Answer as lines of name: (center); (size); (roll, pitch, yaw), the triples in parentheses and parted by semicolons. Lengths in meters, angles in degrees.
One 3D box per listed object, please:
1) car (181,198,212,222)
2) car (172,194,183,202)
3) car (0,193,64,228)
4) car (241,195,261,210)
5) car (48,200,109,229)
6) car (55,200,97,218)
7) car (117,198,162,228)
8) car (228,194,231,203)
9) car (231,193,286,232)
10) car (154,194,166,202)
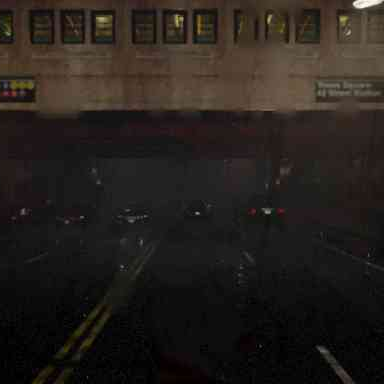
car: (0.398, 1.395, 24.287); (1.994, 1.385, 4.181); (0, 0, 1)
car: (-2.721, 1.118, 63.967); (1.812, 1.442, 4.674); (0, 0, 1)
car: (-9.812, 1.074, 21.072); (2.435, 2.045, 5.566); (0, 0, 0)
car: (7.050, 1.212, 39.537); (2.231, 1.521, 4.892); (0, 0, 10)
car: (-6.854, 1.377, 20.593); (1.812, 1.442, 4.674); (0, 0, 1)
car: (-9.787, 1.389, 28.470); (1.895, 1.301, 4.718); (0, 0, 0)
car: (-3.350, 1.343, 20.932); (2.128, 1.511, 4.902); (0, 0, 1)
car: (7.189, 1.011, 50.311); (2.185, 1.767, 4.553); (0, 0, 0)
car: (3.825, 1.090, 19.347); (2.150, 2.045, 5.566); (0, 0, 1)
car: (-6.220, 1.123, 64.000); (1.812, 1.442, 4.674); (0, 0, 1)
